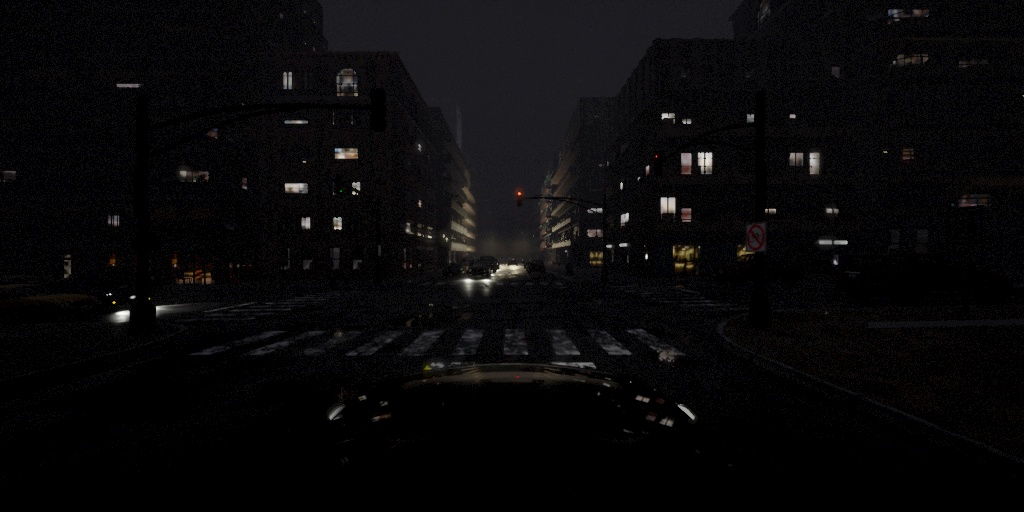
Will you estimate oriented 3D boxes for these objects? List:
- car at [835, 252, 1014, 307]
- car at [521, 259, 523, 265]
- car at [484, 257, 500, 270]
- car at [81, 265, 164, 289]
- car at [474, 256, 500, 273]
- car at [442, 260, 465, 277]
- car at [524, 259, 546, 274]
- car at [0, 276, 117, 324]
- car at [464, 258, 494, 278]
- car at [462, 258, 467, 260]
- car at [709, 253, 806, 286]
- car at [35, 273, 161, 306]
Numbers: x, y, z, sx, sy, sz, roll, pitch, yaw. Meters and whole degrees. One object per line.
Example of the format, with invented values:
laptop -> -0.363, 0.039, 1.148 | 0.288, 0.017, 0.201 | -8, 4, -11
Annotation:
car -> 14.733, 0.775, 13.032 | 5.009, 1.841, 2.192 | 0, 0, 0
car -> 2.803, 1.348, 57.832 | 1.802, 1.307, 4.207 | 0, 0, 0
car -> -2.979, 1.116, 54.416 | 2.097, 1.767, 4.553 | 0, 0, 0
car -> -23.560, 1.462, 21.123 | 5.009, 1.841, 2.192 | 0, 0, 0
car -> -3.014, 0.981, 44.083 | 2.150, 2.045, 5.566 | 0, 0, 0
car -> -5.623, 1.322, 35.117 | 1.948, 1.339, 4.313 | 0, 0, 0
car -> 2.769, 1.198, 40.785 | 1.967, 1.591, 4.097 | 0, 0, 0
car -> -17.608, 1.585, 12.815 | 4.829, 1.417, 1.751 | 0, 0, 0
car -> -3.036, 1.233, 34.102 | 1.882, 1.535, 5.008 | 0, 0, 0
car -> -5.612, 1.283, 40.630 | 1.751, 1.417, 4.829 | 0, 0, 0
car -> 14.615, 0.759, 21.412 | 5.009, 1.841, 2.192 | 0, 0, 0
car -> -18.295, 1.628, 15.400 | 4.181, 1.385, 1.994 | -1, 0, 0
